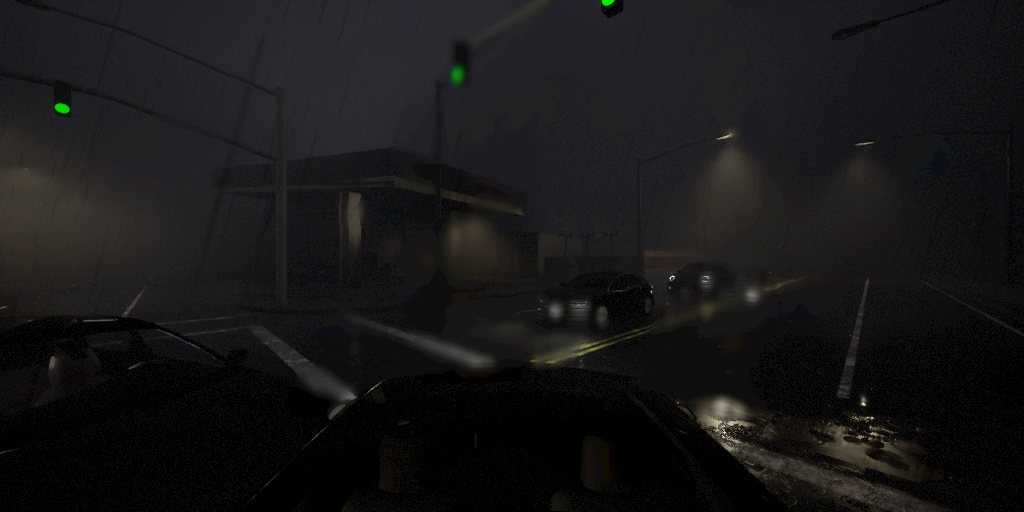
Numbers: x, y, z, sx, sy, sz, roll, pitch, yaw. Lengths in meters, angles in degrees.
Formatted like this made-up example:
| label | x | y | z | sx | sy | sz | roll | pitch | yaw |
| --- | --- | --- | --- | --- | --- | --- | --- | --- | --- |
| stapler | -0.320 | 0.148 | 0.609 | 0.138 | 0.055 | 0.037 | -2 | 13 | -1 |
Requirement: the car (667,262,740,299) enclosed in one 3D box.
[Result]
| label | x | y | z | sx | sy | sz | roll | pitch | yaw |
| --- | --- | --- | --- | --- | --- | --- | --- | --- | --- |
| car | 9.750 | 1.102 | 18.378 | 4.553 | 1.767 | 2.097 | 0 | 0 | -45 |

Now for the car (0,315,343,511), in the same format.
| label | x | y | z | sx | sy | sz | roll | pitch | yaw |
| --- | --- | --- | --- | --- | --- | --- | --- | --- | --- |
| car | -3.417 | 1.242 | 2.536 | 4.902 | 1.511 | 2.128 | 0 | 0 | 15 |

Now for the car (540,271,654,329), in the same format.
| label | x | y | z | sx | sy | sz | roll | pitch | yaw |
| --- | --- | --- | --- | --- | --- | --- | --- | --- | --- |
| car | 2.900 | 1.255 | 11.543 | 1.837 | 1.490 | 4.892 | 0 | 0 | 45 |

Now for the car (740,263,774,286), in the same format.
| label | x | y | z | sx | sy | sz | roll | pitch | yaw |
| --- | --- | --- | --- | --- | --- | --- | --- | --- | --- |
| car | 16.688 | 1.314 | 25.277 | 1.994 | 1.385 | 4.181 | 0 | 0 | 44 |

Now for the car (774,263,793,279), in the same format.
| label | x | y | z | sx | sy | sz | roll | pitch | yaw |
| --- | --- | --- | --- | --- | --- | --- | --- | --- | --- |
| car | 23.833 | 1.314 | 32.319 | 4.181 | 1.385 | 1.994 | 0 | 0 | -44 |
